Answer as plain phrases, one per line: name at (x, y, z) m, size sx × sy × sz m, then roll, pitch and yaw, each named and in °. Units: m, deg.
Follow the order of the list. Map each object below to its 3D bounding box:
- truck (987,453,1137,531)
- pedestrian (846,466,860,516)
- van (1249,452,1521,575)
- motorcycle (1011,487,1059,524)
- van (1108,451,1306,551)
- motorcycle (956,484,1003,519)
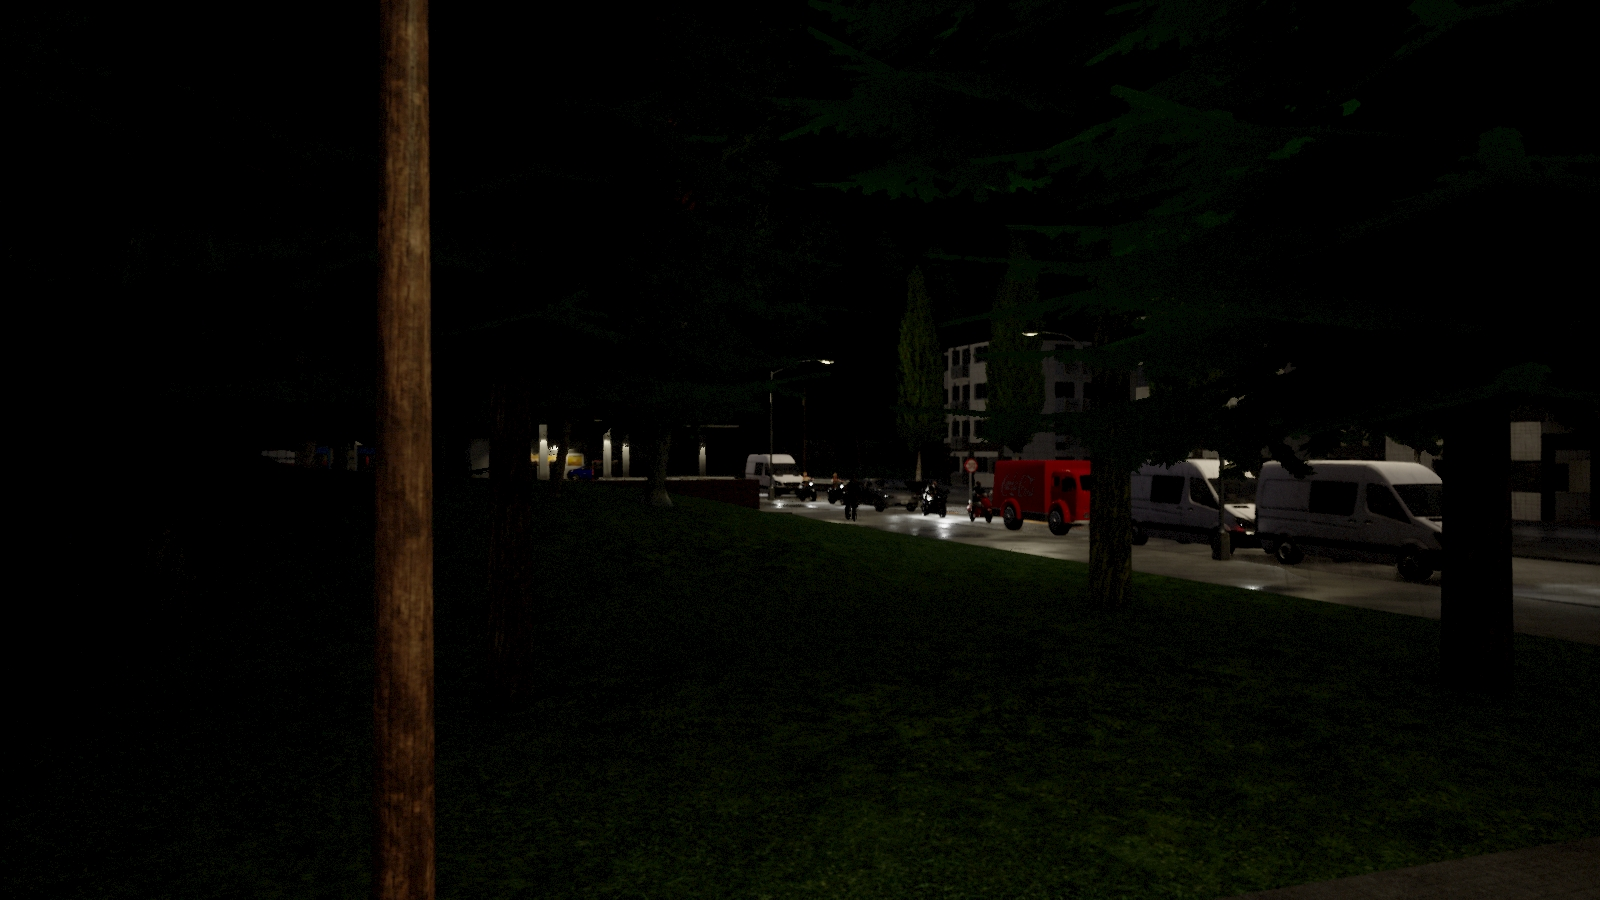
truck at (8.905, 1.359, 39.393) m, size 2.627 × 2.467 × 5.204 m, roll 0°, pitch 0°, yaw -20°
pedestrian at (1.993, 1.534, 42.957) m, size 0.375 × 1.860 × 0.375 m, roll 0°, pitch 0°, yaw -20°
van at (13.441, 1.326, 26.822) m, size 1.988 × 2.561 × 5.915 m, roll 0°, pitch 0°, yaw -20°
motorcycle at (8.397, 1.973, 40.853) m, size 0.856 × 1.236 × 1.805 m, roll 0°, pitch 0°, yaw -20°
van at (11.382, 1.326, 32.522) m, size 1.988 × 2.561 × 5.915 m, roll 0°, pitch 0°, yaw -20°
motorcycle at (6.991, 1.996, 44.695) m, size 0.867 × 1.251 × 2.209 m, roll 0°, pitch 0°, yaw -20°
